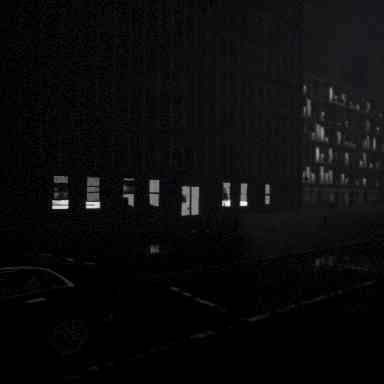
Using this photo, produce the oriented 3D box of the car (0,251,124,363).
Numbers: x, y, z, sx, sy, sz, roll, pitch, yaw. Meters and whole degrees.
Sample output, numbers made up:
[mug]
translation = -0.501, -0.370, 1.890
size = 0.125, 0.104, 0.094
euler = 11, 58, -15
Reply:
[car]
translation = -3.096, 1.548, 4.339
size = 4.403, 1.369, 2.008
euler = 0, 1, -35
